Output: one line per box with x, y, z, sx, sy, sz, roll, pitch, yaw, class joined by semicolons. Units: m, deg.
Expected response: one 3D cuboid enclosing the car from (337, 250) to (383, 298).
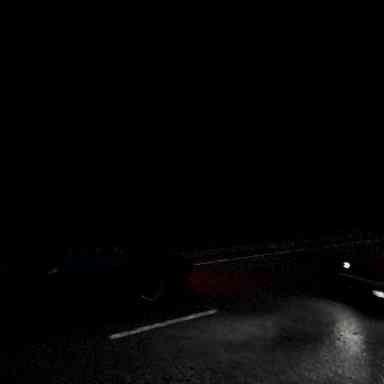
5.382;1.590;7.352;4.718;1.301;1.895;0;0;-32;car

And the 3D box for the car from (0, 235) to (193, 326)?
-2.408;1.587;6.453;4.718;1.301;1.895;0;0;-34;car
